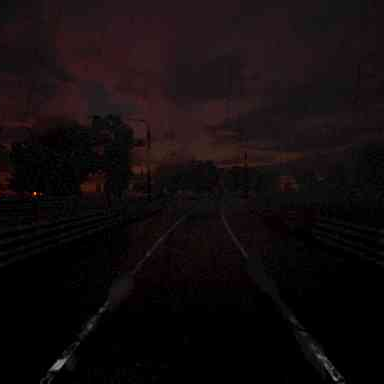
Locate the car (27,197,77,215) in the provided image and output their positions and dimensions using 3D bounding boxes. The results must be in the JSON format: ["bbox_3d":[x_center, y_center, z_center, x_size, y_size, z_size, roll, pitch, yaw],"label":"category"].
[{"bbox_3d":[-12.526,1.251,30.833,1.837,1.490,4.892,0,0,13],"label":"car"}]

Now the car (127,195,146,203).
[{"bbox_3d":[-10.923,1.330,65.801,1.837,1.490,4.892,0,0,15],"label":"car"}]

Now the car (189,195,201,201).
[{"bbox_3d":[0.918,1.411,81.647,1.994,1.385,4.181,0,0,17],"label":"car"}]

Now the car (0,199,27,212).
[{"bbox_3d":[-16.003,1.311,31.306,1.994,1.385,4.181,0,0,13],"label":"car"}]

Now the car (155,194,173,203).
[{"bbox_3d":[-5.076,1.164,60.671,2.097,1.767,4.553,0,0,15],"label":"car"}]

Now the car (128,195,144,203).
[{"bbox_3d":[-9.543,1.332,57.493,1.812,1.442,4.674,0,0,15],"label":"car"}]
